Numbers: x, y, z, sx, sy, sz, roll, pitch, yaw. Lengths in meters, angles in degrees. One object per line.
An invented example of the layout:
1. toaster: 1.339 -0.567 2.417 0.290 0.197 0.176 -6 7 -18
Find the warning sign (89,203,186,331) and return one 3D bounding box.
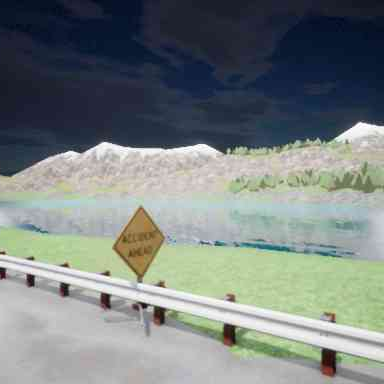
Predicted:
1. warning sign: -0.919 1.153 5.815 1.060 1.860 1.300 -1 0 36
